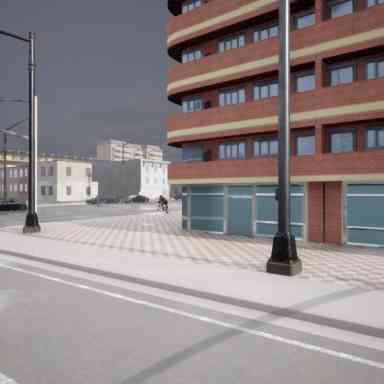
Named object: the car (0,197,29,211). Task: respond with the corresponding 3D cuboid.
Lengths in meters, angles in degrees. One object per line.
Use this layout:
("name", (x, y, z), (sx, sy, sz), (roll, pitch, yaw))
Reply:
("car", (-21.349, 1.347, 37.561), (2.128, 1.511, 4.902), (0, 1, 37))

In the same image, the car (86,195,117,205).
("car", (-12.872, 1.177, 48.949), (2.033, 1.411, 5.357), (0, 1, 37))

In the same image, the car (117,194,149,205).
("car", (-8.354, 1.105, 49.155), (1.812, 1.442, 4.674), (0, 1, 37))

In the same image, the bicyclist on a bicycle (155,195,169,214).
("bicyclist on a bicycle", (-2.613, 1.094, 29.256), (1.656, 1.620, 0.582), (0, 1, 37))

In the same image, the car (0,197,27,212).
("car", (-19.376, 1.433, 34.348), (1.994, 1.385, 4.181), (0, 1, 37))

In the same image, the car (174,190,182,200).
("car", (-1.164, 0.567, 64.527), (2.150, 2.045, 5.566), (0, 1, 37))
